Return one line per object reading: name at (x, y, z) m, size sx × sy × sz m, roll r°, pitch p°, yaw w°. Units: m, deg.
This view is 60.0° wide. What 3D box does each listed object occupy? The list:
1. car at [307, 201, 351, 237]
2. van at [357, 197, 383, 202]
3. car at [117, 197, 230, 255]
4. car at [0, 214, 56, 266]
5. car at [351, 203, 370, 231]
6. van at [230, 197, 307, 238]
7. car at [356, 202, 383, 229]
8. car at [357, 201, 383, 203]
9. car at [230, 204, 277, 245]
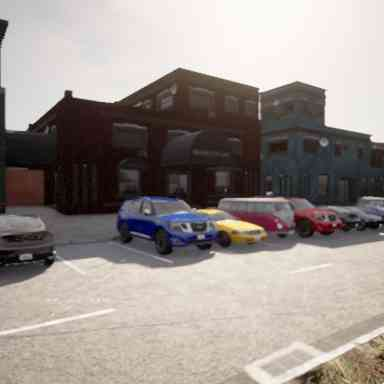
car at (5.523, 1.298, 18.870) m, size 2.435 × 2.045 × 5.566 m, roll 0°, pitch 0°, yaw -35°
van at (14.504, 1.414, 25.425) m, size 1.878 × 1.987 × 4.442 m, roll 1°, pitch 0°, yaw -35°
car at (-1.273, 1.243, 14.044) m, size 2.435 × 2.045 × 5.566 m, roll 0°, pitch 0°, yaw -35°
car at (-5.819, 1.465, 10.843) m, size 2.231 × 1.521 × 4.892 m, roll 0°, pitch 0°, yaw -35°
car at (7.776, 1.572, 20.497) m, size 2.231 × 1.521 × 4.892 m, roll 1°, pitch 0°, yaw -35°
van at (3.310, 1.305, 17.190) m, size 1.878 × 1.987 × 4.442 m, roll 0°, pitch 0°, yaw -35°
car at (10.055, 1.622, 22.086) m, size 2.163 × 1.488 × 4.792 m, roll 1°, pitch 0°, yaw -35°
car at (12.203, 1.655, 23.645) m, size 2.002 × 1.452 × 4.674 m, roll 1°, pitch 0°, yaw -35°
car at (1.082, 1.510, 15.524) m, size 1.946 × 1.575 × 5.366 m, roll 0°, pitch 0°, yaw -35°
